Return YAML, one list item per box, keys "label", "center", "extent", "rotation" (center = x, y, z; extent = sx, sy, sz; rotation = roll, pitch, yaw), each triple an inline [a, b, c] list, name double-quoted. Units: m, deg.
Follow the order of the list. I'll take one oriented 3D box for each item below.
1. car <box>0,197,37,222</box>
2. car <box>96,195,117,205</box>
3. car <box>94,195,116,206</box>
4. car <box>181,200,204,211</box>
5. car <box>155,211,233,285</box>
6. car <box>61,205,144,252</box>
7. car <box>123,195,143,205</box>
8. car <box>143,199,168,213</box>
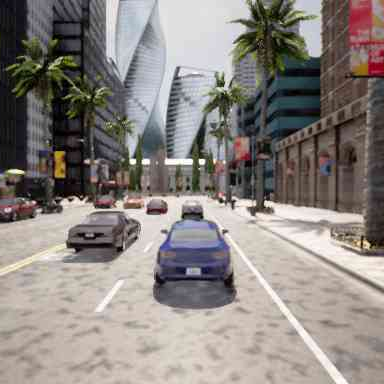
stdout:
- label: "car"
  center: [-13.623, 1.251, 25.034]
  extent: [2.185, 1.767, 4.553]
  rotation: [0, 0, -1]
- label: "car"
  center: [-13.934, 1.256, 54.408]
  extent: [2.231, 1.521, 4.892]
  rotation: [0, 0, -1]
- label: "car"
  center: [-10.799, 1.306, 41.563]
  extent: [1.882, 1.535, 5.008]
  rotation: [0, 0, -1]
- label: "car"
  center: [0.020, 1.429, 28.662]
  extent: [2.033, 1.411, 5.357]
  rotation: [0, 0, 0]
- label: "car"
  center: [0.070, 1.487, 9.276]
  extent: [1.812, 1.442, 4.674]
  rotation: [0, 0, 1]
- label: "car"
  center: [-3.402, 1.491, 13.654]
  extent: [2.033, 1.411, 5.357]
  rotation: [0, 0, 0]
- label: "car"
  center: [-7.300, 1.179, 41.795]
  extent: [2.097, 1.767, 4.553]
  rotation: [0, 0, -1]
- label: "car"
  center: [-3.534, 1.422, 34.327]
  extent: [1.994, 1.385, 4.181]
  rotation: [0, 0, -1]
